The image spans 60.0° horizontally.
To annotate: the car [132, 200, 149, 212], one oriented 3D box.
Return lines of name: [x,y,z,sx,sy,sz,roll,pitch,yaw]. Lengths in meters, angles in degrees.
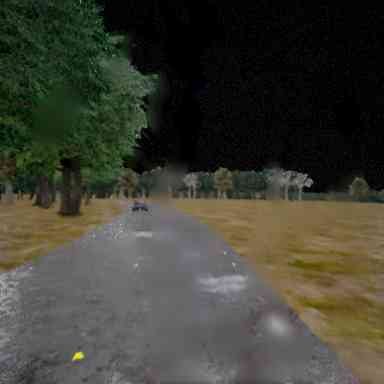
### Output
car: [-6.385,1.632,40.833,2.033,1.411,5.357,0,0,-9]
